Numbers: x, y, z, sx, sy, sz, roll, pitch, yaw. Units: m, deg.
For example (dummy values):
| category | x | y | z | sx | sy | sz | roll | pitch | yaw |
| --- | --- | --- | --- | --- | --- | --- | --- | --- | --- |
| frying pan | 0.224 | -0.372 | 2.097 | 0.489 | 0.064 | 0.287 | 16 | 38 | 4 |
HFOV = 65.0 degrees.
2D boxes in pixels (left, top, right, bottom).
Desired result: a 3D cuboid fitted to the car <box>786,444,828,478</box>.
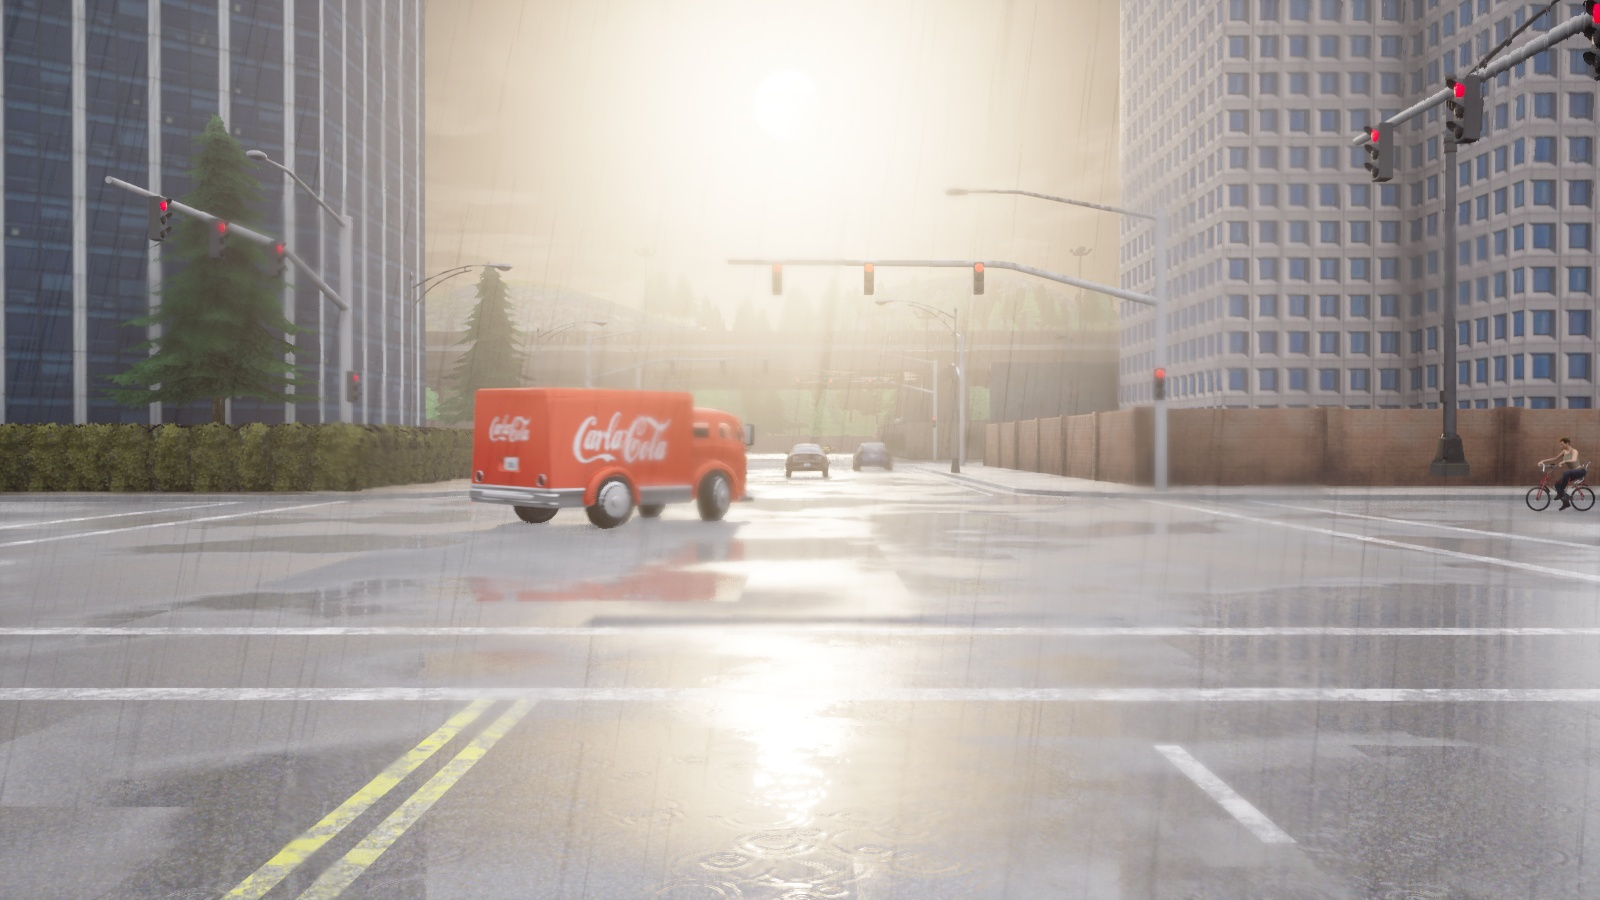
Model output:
| category | x | y | z | sx | sy | sz | roll | pitch | yaw |
| --- | --- | --- | --- | --- | --- | --- | --- | --- | --- |
| car | 0.317 | 0.455 | 56.166 | 1.812 | 1.442 | 4.674 | 0 | 0 | 0 |

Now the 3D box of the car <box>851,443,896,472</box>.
| category | x | y | z | sx | sy | sz | roll | pitch | yaw |
| --- | --- | --- | --- | --- | --- | --- | --- | --- | --- |
| car | 3.876 | 0.370 | 67.134 | 2.163 | 1.488 | 4.792 | 0 | 0 | 0 |

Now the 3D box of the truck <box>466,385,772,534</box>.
| category | x | y | z | sx | sy | sz | roll | pitch | yaw |
| --- | --- | --- | --- | --- | --- | --- | --- | --- | --- |
| truck | -3.268 | 0.121 | 23.571 | 2.627 | 2.467 | 5.204 | 2 | 1 | 41 |

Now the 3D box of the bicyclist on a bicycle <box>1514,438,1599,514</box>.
| category | x | y | z | sx | sy | sz | roll | pitch | yaw |
| --- | --- | --- | --- | --- | --- | --- | --- | --- | --- |
| bicyclist on a bicycle | 16.392 | 0.543 | 27.066 | 1.509 | 1.612 | 0.866 | 0 | 0 | 0 |
